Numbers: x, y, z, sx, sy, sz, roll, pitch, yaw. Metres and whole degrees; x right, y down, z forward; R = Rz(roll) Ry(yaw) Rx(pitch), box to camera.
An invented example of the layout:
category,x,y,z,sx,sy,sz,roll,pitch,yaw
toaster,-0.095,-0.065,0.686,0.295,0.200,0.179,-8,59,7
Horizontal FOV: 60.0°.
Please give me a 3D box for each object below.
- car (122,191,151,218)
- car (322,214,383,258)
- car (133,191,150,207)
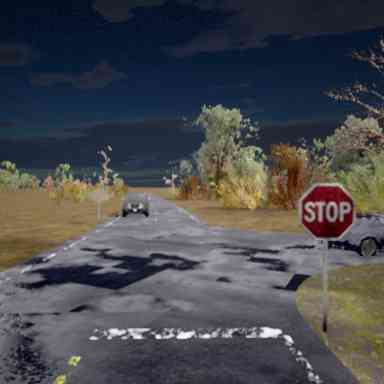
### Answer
category,x,y,z,sx,sy,sz,roll,pitch,yaw
car,-4.783,1.047,28.827,2.150,2.045,5.566,0,0,-6
car,7.000,1.503,12.240,4.181,1.385,1.994,0,0,-13
car,-6.971,0.944,45.873,2.150,2.045,5.566,0,0,-8
